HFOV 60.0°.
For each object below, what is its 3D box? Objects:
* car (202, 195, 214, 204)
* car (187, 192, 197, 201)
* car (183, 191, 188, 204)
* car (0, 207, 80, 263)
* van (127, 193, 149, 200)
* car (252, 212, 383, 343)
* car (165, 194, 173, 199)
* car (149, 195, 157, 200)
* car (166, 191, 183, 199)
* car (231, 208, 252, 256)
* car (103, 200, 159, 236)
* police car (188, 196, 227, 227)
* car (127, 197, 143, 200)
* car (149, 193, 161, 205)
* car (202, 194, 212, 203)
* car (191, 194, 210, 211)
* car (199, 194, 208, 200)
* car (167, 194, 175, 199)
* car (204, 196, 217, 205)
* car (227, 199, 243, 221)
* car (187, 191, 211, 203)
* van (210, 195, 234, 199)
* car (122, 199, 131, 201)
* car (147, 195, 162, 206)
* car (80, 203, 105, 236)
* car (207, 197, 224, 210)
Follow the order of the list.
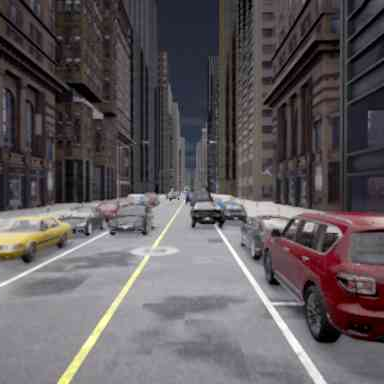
[{"bbox_3d":[2.748,1.283,56.894,1.802,1.307,4.206,0,0,0],"label":"car"},{"bbox_3d":[-0.019,0.906,71.189,2.097,1.767,4.553,0,0,0],"label":"car"},{"bbox_3d":[-0.014,0.929,55.696,2.150,2.045,5.566,0,0,0],"label":"car"},{"bbox_3d":[-5.765,1.460,11.761,1.752,1.417,4.829,0,0,0],"label":"car"},{"bbox_3d":[-5.771,1.157,34.404,1.690,1.788,3.998,0,0,0],"label":"van"},{"bbox_3d":[2.762,1.279,6.325,2.192,1.841,5.009,0,0,0],"label":"car"},{"bbox_3d":[-5.785,1.152,84.970,1.802,1.307,4.206,0,0,0],"label":"car"},{"bbox_3d":[-5.773,1.338,40.023,2.008,1.369,4.403,0,0,0],"label":"car"},{"bbox_3d":[-3.015,0.885,58.892,2.033,1.411,5.357,0,0,0],"label":"car"},{"bbox_3d":[2.760,1.484,11.944,2.008,1.369,4.403,0,0,0],"label":"car"},{"bbox_3d":[-3.104,1.406,17.900,1.837,1.490,4.892,0,0,0],"label":"car"},{"bbox_3d":[0.895,1.307,21.658,1.930,1.638,5.238,0,0,0],"label":"police car"},{"bbox_3d":[-5.770,1.390,28.786,1.887,1.381,4.507,0,0,0],"label":"car"},{"bbox_3d":[-5.774,1.073,45.641,2.192,1.841,5.009,0,0,0],"label":"car"},{"bbox_3d":[2.746,1.198,62.682,1.752,1.417,4.829,0,0,0],"label":"car"},{"bbox_3d":[0.890,1.151,37.517,2.097,1.767,4.553,0,0,0],"label":"car"},{"bbox_3d":[2.741,1.141,79.369,1.887,1.381,4.507,0,0,0],"label":"car"},{"bbox_3d":[-5.787,1.110,90.589,1.947,1.339,4.313,0,0,0],"label":"car"},{"bbox_3d":[2.749,1.312,51.276,1.802,1.307,4.206,0,0,0],"label":"car"},{"bbox_3d":[2.757,1.425,23.182,2.008,1.369,4.403,0,0,0],"label":"car"},{"bbox_3d":[0.892,1.055,31.577,2.150,2.045,5.566,0,0,0],"label":"car"},{"bbox_3d":[2.755,1.186,28.799,1.690,1.788,3.998,0,0,0],"label":"van"},{"bbox_3d":[-5.768,1.419,23.168,1.887,1.381,4.507,0,0,0],"label":"car"},{"bbox_3d":[-5.776,1.256,51.090,1.752,1.417,4.829,0,0,0],"label":"car"},{"bbox_3d":[-5.767,1.454,17.556,2.008,1.369,4.403,0,0,0],"label":"car"},{"bbox_3d":[2.752,1.312,40.208,1.752,1.417,4.829,0,0,0],"label":"car"}]
